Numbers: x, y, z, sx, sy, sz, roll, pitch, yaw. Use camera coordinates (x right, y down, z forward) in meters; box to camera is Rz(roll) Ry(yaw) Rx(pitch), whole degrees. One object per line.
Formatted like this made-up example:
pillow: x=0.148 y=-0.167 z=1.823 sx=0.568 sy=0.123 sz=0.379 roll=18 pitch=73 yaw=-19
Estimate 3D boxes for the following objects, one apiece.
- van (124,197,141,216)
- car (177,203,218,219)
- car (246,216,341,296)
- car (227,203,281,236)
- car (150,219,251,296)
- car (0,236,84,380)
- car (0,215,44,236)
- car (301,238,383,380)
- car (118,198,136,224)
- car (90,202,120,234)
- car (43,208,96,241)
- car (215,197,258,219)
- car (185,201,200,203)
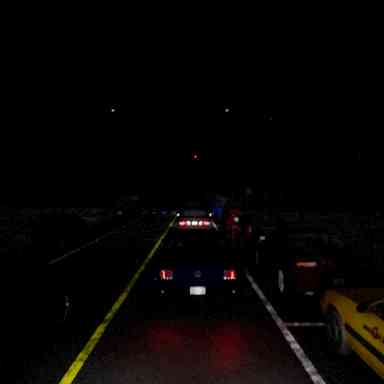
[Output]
van: x=-5.709 y=1.366 z=30.267 sx=1.690 sy=1.788 sz=3.998 roll=0 pitch=0 yaw=0
car: x=0.131 y=1.562 z=18.591 sx=2.033 sy=1.411 sz=5.357 roll=0 pitch=0 yaw=0
car: x=2.776 y=1.551 z=8.501 sx=1.887 sy=1.381 sz=4.507 roll=0 pitch=0 yaw=0
car: x=2.786 y=1.450 z=13.938 sx=1.967 sy=1.590 sz=4.097 roll=0 pitch=0 yaw=0
car: x=0.117 y=1.607 z=8.603 sx=1.895 sy=1.301 sz=4.718 roll=0 pitch=0 yaw=0
car: x=-3.093 y=1.567 z=4.191 sx=1.994 sy=1.385 sz=4.181 roll=0 pitch=0 yaw=0
car: x=-5.750 y=1.531 z=8.347 sx=1.752 sy=1.417 sz=4.829 roll=0 pitch=0 yaw=0
car: x=2.766 y=1.528 z=3.233 sx=1.752 sy=1.417 sz=4.829 roll=0 pitch=0 yaw=0
car: x=-5.719 y=1.460 z=24.829 sx=1.967 sy=1.590 sz=4.097 roll=0 pitch=0 yaw=0
car: x=-5.729 y=1.540 z=19.222 sx=1.752 sy=1.417 sz=4.829 roll=0 pitch=0 yaw=0
car: x=-5.739 y=1.576 z=13.954 sx=1.947 sy=1.339 sz=4.313 roll=0 pitch=0 yaw=0
car: x=2.796 y=1.330 z=19.376 sx=2.192 sy=1.841 sz=5.009 roll=0 pitch=0 yaw=0
car: x=0.050 y=1.501 z=28.508 sx=1.882 sy=1.535 sz=5.008 roll=0 pitch=0 yaw=0
